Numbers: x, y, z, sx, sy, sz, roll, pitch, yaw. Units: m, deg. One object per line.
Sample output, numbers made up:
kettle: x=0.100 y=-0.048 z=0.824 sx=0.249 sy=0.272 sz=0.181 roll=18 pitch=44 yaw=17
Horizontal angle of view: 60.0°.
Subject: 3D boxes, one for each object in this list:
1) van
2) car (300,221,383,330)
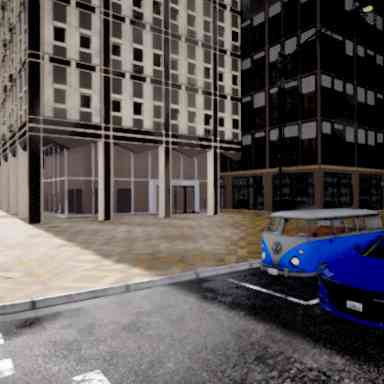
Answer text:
van: x=3.638 y=1.371 z=9.142 sx=3.998 sy=1.788 sz=1.690 roll=0 pitch=0 yaw=-35
car: x=4.558 y=1.492 z=6.603 sx=5.008 sy=1.535 sz=1.882 roll=0 pitch=0 yaw=-35
